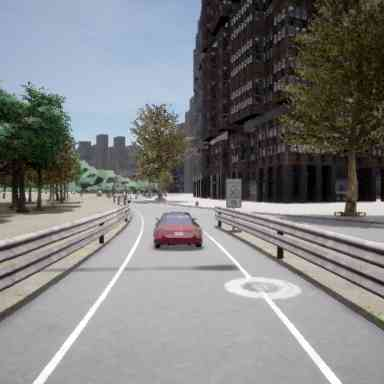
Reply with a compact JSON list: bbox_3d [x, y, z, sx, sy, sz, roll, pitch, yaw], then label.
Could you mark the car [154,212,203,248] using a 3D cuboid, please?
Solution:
[{"bbox_3d":[-0.683,1.572,14.808,1.994,1.385,4.181,0,0,-5],"label":"car"}]
